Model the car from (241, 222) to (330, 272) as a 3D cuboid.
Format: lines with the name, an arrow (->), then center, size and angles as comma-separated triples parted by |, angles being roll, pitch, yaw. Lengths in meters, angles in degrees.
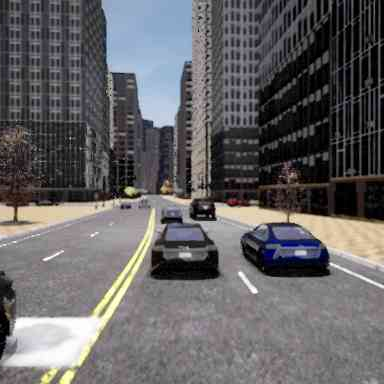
car -> 2.952, 1.703, 11.341 | 1.994, 1.385, 4.181 | 0, -1, -3

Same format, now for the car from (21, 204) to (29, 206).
car -> -34.527, 2.287, 66.129 | 4.206, 1.307, 1.802 | 0, 0, -5

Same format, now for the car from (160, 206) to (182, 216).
car -> -1.860, 1.923, 29.792 | 2.033, 1.411, 5.357 | 0, -1, -6

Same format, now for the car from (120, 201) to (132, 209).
car -> -11.764, 2.296, 59.560 | 2.033, 1.411, 5.357 | 0, -1, -6

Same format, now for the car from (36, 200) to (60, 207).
car -> -28.862, 2.314, 66.618 | 4.313, 1.339, 1.947 | 0, 0, -5

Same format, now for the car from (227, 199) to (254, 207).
car -> 9.889, 2.353, 70.347 | 5.009, 1.841, 2.192 | 0, 0, -5

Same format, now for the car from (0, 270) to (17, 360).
car -> -3.405, 1.533, 2.827 | 2.128, 1.511, 4.902 | 0, -1, -1

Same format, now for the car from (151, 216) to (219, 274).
car -> -0.280, 1.706, 11.047 | 1.994, 1.385, 4.181 | 0, -1, -3

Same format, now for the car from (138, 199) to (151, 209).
car -> -8.521, 2.092, 59.777 | 2.097, 1.767, 4.553 | 0, 0, -6

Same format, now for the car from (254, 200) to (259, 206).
car -> 14.558, 2.571, 79.195 | 4.829, 1.417, 1.752 | 0, 0, -5

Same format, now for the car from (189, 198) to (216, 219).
car -> 0.995, 1.635, 33.612 | 2.150, 2.045, 5.566 | 0, -1, -6
